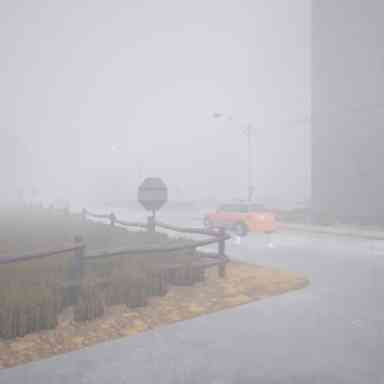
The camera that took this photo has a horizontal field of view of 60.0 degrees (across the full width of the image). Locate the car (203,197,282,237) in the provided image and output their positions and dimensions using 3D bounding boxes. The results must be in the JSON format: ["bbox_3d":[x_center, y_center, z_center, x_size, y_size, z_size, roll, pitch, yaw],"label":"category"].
[{"bbox_3d":[2.489,1.349,18.524,2.097,1.767,4.553,0,0,-29],"label":"car"}]

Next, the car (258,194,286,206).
[{"bbox_3d":[13.078,1.470,54.265,2.242,1.667,4.611,0,0,-36],"label":"car"}]

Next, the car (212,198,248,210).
[{"bbox_3d":[4.940,1.519,43.142,4.674,1.442,1.812,0,0,-36],"label":"car"}]

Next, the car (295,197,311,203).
[{"bbox_3d":[18.564,1.466,53.188,5.008,1.535,1.882,0,0,-36],"label":"car"}]

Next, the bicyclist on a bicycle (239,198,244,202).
[{"bbox_3d":[3.668,1.296,24.495,1.656,1.620,0.582,0,0,-36],"label":"bicyclist on a bicycle"}]

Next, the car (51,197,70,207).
[{"bbox_3d":[-20.475,1.474,51.759,1.882,1.535,5.008,0,0,-34],"label":"car"}]

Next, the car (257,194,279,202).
[{"bbox_3d":[16.591,1.296,73.233,1.932,1.855,4.605,0,0,-36],"label":"car"}]
